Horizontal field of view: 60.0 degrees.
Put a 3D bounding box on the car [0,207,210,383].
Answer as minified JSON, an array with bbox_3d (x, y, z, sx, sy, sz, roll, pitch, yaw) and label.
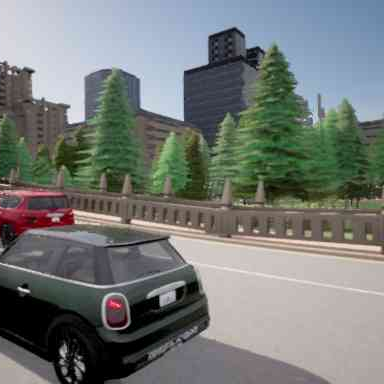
[{"bbox_3d":[-2.027,1.321,5.416,4.553,1.767,2.097,1,1,36],"label":"car"}]

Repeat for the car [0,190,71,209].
[{"bbox_3d":[-7.003,0.921,13.288,5.566,2.045,2.150,4,2,36],"label":"car"}]
